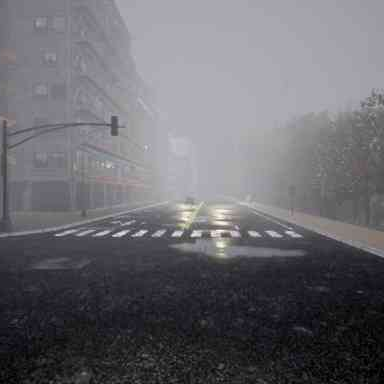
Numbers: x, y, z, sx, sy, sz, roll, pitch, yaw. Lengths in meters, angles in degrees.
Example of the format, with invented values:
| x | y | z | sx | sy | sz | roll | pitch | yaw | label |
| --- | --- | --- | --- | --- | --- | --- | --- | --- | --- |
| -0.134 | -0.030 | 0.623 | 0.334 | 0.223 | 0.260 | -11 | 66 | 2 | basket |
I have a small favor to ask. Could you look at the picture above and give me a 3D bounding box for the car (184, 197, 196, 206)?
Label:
| x | y | z | sx | sy | sz | roll | pitch | yaw | label |
| --- | --- | --- | --- | --- | --- | --- | --- | --- | --- |
| -0.308 | 1.570 | 54.335 | 1.837 | 1.490 | 4.892 | 0 | 0 | 3 | car |
